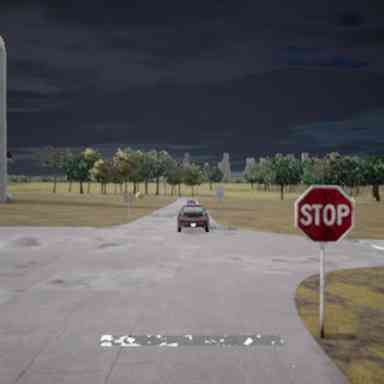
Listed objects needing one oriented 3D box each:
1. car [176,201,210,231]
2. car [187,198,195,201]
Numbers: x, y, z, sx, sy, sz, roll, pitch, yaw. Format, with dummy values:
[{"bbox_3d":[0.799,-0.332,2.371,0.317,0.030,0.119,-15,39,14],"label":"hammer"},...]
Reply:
[{"bbox_3d":[0.061,1.580,20.960,1.837,1.490,4.892,0,0,0],"label":"car"},{"bbox_3d":[-0.155,2.070,71.425,1.812,1.442,4.674,0,0,0],"label":"car"}]
